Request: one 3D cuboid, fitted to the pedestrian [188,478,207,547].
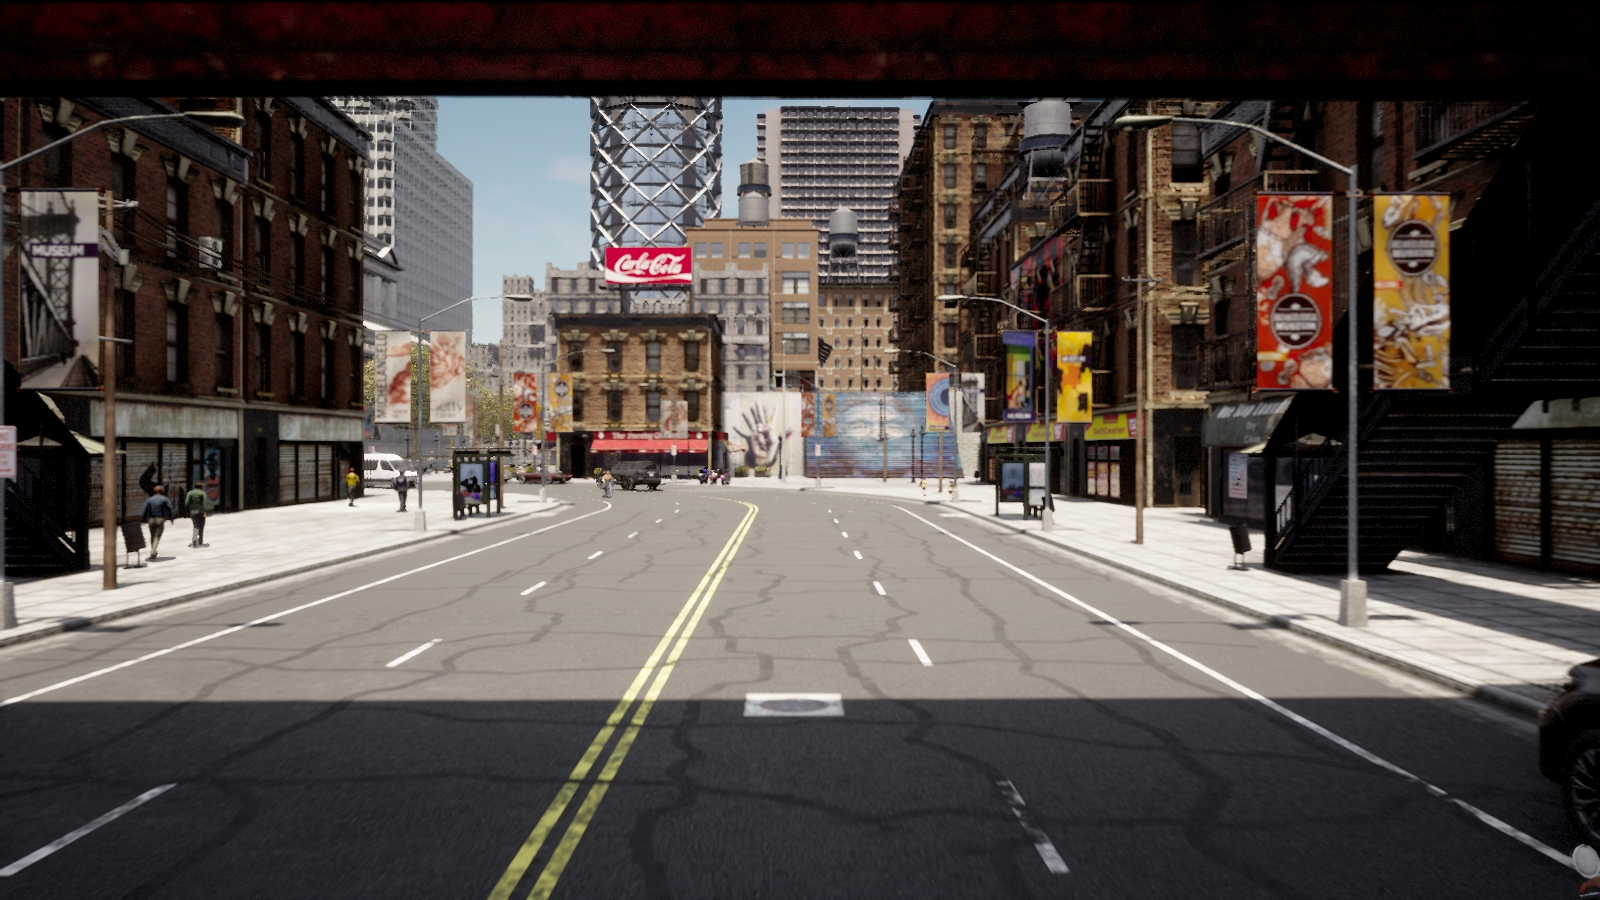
[{"bbox_3d":[-16.417,1.698,31.138,0.375,1.860,0.375,0,0,-17],"label":"pedestrian"}]

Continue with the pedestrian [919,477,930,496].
[{"bbox_3d":[7.088,2.075,64.987,0.500,1.100,0.500,0,0,-18],"label":"pedestrian"}]

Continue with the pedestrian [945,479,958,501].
[{"bbox_3d":[7.903,2.075,59.609,0.500,1.100,0.500,0,0,-21],"label":"pedestrian"}]

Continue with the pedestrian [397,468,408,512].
[{"bbox_3d":[-16.921,1.698,48.606,0.375,1.860,0.375,0,0,-11],"label":"pedestrian"}]

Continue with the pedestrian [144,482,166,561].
[{"bbox_3d":[-15.384,1.698,27.258,0.375,1.860,0.375,0,0,-18],"label":"pedestrian"}]

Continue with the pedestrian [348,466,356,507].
[{"bbox_3d":[-20.777,1.699,53.002,0.375,1.860,0.375,0,0,-21],"label":"pedestrian"}]

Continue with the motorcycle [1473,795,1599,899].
[{"bbox_3d":[3.485,2.181,4.283,0.856,1.236,1.805,0,0,0],"label":"motorcycle"}]
